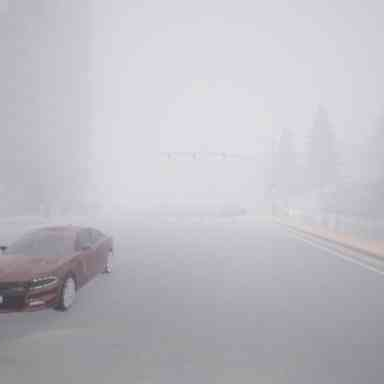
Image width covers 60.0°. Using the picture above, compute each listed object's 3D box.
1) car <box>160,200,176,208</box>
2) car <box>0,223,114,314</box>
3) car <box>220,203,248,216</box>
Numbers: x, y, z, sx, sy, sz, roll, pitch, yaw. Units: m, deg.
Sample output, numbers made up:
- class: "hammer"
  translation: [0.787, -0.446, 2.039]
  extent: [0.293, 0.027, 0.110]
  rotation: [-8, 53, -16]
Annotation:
- class: "car"
  translation: [-4.495, 2.179, 61.678]
  extent: [1.812, 1.442, 4.674]
  rotation: [0, 1, -27]
- class: "car"
  translation: [-3.322, 1.590, 8.201]
  extent: [1.882, 1.535, 5.008]
  rotation: [0, -1, 1]
- class: "car"
  translation: [4.704, 1.970, 37.988]
  extent: [1.895, 1.301, 4.718]
  rotation: [0, 0, -12]
